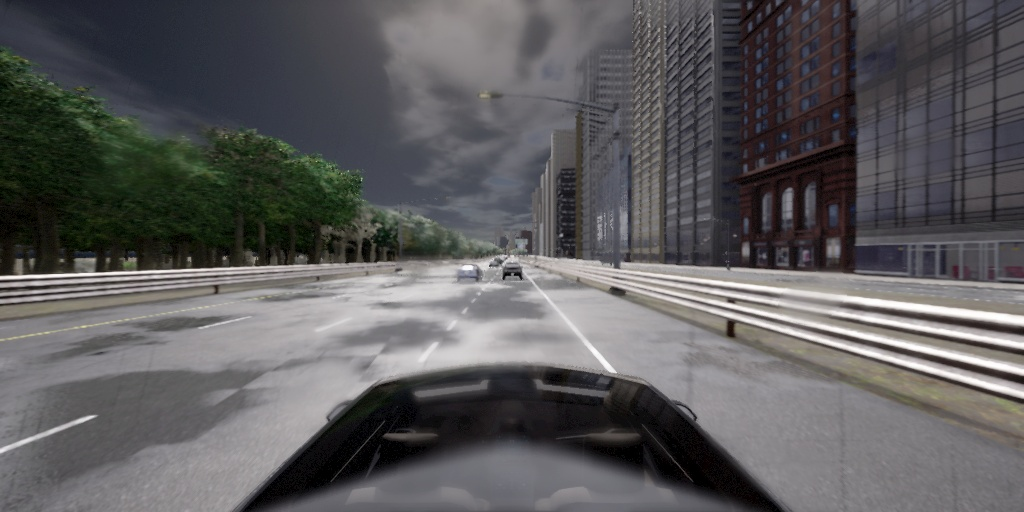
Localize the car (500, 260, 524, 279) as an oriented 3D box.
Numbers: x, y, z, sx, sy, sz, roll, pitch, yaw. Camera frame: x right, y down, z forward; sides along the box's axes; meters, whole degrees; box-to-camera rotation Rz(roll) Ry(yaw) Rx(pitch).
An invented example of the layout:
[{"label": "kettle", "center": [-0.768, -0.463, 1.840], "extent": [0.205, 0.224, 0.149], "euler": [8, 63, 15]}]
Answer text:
[{"label": "car", "center": [0.042, 1.408, 34.921], "extent": [1.837, 1.490, 4.892], "euler": [0, 0, 0]}]

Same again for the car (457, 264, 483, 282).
[{"label": "car", "center": [-3.545, 1.425, 30.672], "extent": [2.033, 1.411, 5.357], "euler": [0, 0, 0]}]
